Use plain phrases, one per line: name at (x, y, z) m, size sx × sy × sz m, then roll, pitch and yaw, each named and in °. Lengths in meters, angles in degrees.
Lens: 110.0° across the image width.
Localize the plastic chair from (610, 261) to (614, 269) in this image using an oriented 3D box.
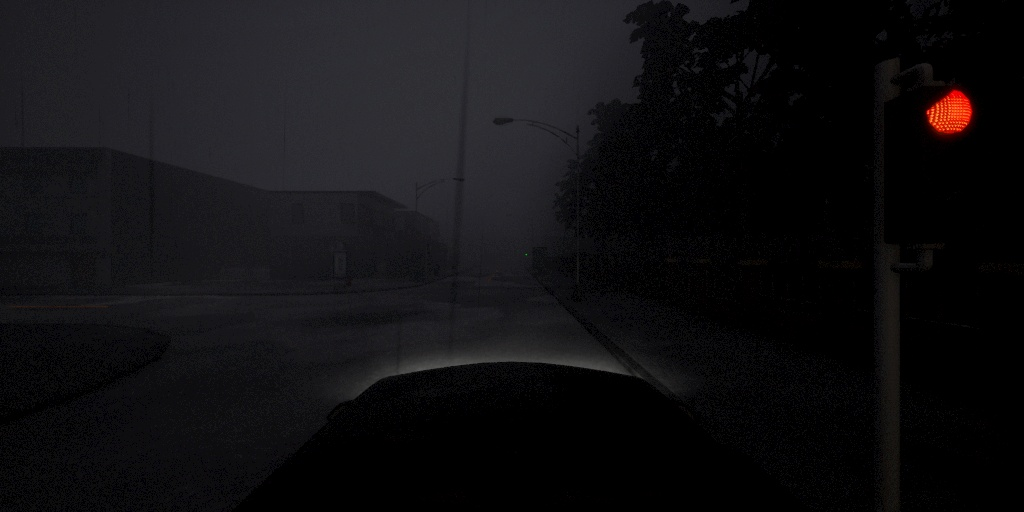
plastic chair at (14.350, 1.306, 50.290) m, size 0.730 × 1.272 × 0.750 m, roll 0°, pitch 0°, yaw -35°

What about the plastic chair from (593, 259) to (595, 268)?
plastic chair at (13.755, 1.304, 58.518) m, size 0.730 × 1.272 × 0.750 m, roll 0°, pitch 0°, yaw -35°

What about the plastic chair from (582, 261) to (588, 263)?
plastic chair at (10.738, 1.310, 52.936) m, size 0.750 × 1.272 × 0.730 m, roll 0°, pitch 0°, yaw -40°

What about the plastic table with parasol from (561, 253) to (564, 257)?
plastic table with parasol at (10.723, 0.705, 62.374) m, size 2.482 × 2.480 × 2.482 m, roll 0°, pitch 0°, yaw -40°

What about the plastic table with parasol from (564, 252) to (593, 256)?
plastic table with parasol at (10.007, 0.684, 53.933) m, size 2.482 × 2.480 × 2.482 m, roll 0°, pitch 0°, yaw -40°

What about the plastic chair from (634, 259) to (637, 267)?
plastic chair at (18.680, 1.161, 54.638) m, size 0.750 × 1.272 × 0.730 m, roll 0°, pitch 0°, yaw -39°

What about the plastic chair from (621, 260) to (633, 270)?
plastic chair at (16.056, 1.296, 50.192) m, size 0.750 × 1.272 × 0.730 m, roll 0°, pitch 0°, yaw -40°

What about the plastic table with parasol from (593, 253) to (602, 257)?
plastic table with parasol at (14.707, 0.673, 59.405) m, size 2.482 × 2.480 × 2.482 m, roll 0°, pitch 0°, yaw -42°

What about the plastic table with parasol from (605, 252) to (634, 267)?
plastic table with parasol at (15.324, 0.694, 51.191) m, size 2.482 × 2.480 × 2.482 m, roll 0°, pitch 0°, yaw -40°
